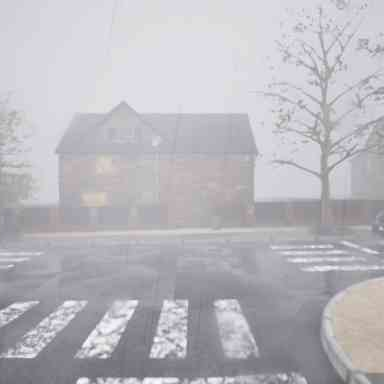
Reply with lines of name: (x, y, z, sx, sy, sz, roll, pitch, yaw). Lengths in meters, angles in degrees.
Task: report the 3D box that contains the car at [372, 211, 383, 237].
car: (10.229, 1.025, 13.153, 5.566, 2.045, 2.150, -1, 0, 0)
